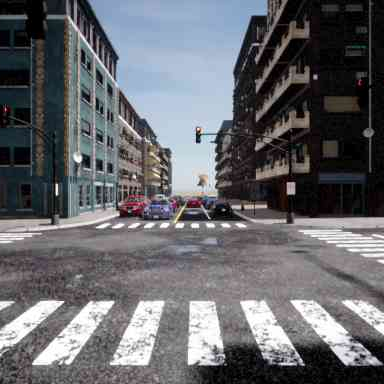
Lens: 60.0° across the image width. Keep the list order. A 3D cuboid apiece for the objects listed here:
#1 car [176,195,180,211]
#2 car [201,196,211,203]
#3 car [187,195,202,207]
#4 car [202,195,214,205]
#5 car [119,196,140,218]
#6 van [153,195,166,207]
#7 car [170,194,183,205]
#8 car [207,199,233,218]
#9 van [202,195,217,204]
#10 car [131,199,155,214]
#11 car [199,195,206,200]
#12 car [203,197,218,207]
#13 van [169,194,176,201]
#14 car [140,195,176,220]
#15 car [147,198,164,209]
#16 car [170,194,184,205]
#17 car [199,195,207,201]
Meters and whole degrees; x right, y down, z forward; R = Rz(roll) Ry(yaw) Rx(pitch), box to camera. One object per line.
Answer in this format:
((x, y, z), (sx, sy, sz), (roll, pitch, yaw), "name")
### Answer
((-2.713, 1.471, 37.309), (1.882, 1.535, 5.008), (0, 0, 0), "car")
((2.820, 1.525, 69.023), (2.008, 1.369, 4.403), (0, 0, 0), "car")
((0.282, 1.550, 49.620), (1.994, 1.385, 4.181), (0, 0, 0), "car")
((2.779, 1.422, 57.918), (1.967, 1.590, 4.097), (0, 0, 0), "car")
((-5.204, 1.311, 30.187), (2.192, 1.841, 5.009), (0, 0, 0), "car")
((-5.122, 1.326, 52.395), (1.690, 1.788, 3.998), (0, 0, 0), "van")
((-2.671, 1.465, 47.726), (1.882, 1.535, 5.008), (0, 0, 0), "car")
((2.676, 1.562, 30.159), (1.947, 1.339, 4.313), (0, 0, 0), "car")
((2.739, 1.329, 46.815), (1.690, 1.788, 3.998), (0, 0, 0), "van")
((-5.183, 1.538, 35.739), (1.887, 1.381, 4.507), (0, 0, 0), "car")
((2.902, 1.499, 91.231), (1.887, 1.381, 4.507), (0, 0, 0), "car")
((2.718, 1.573, 41.263), (1.802, 1.307, 4.206), (0, 0, 0), "car")
((-4.998, 1.301, 85.707), (1.690, 1.788, 3.998), (0, 0, 0), "van")
((-2.774, 1.349, 28.099), (2.097, 1.767, 4.553), (0, 0, 1), "car")
((-5.142, 1.533, 46.844), (1.887, 1.381, 4.507), (0, 0, 0), "car")
((-2.594, 1.333, 58.240), (2.097, 1.767, 4.553), (0, 0, 1), "car")
((2.881, 1.504, 85.679), (1.887, 1.381, 4.507), (0, 0, 0), "car")
